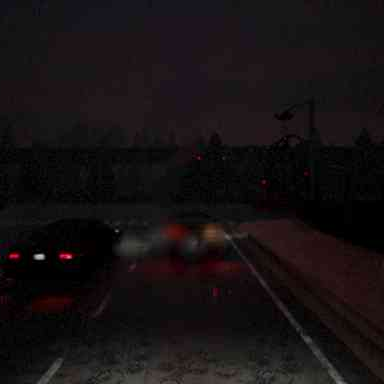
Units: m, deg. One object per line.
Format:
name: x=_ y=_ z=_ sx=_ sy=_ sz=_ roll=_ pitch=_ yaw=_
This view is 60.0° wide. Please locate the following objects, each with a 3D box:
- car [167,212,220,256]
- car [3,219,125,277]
car: x=0.061 y=1.497 z=12.888 sx=1.812 sy=1.442 sz=4.674 roll=0 pitch=-1 yaw=0
car: x=-3.460 y=1.524 z=10.099 sx=2.033 sy=1.411 sz=5.357 roll=0 pitch=0 yaw=1
